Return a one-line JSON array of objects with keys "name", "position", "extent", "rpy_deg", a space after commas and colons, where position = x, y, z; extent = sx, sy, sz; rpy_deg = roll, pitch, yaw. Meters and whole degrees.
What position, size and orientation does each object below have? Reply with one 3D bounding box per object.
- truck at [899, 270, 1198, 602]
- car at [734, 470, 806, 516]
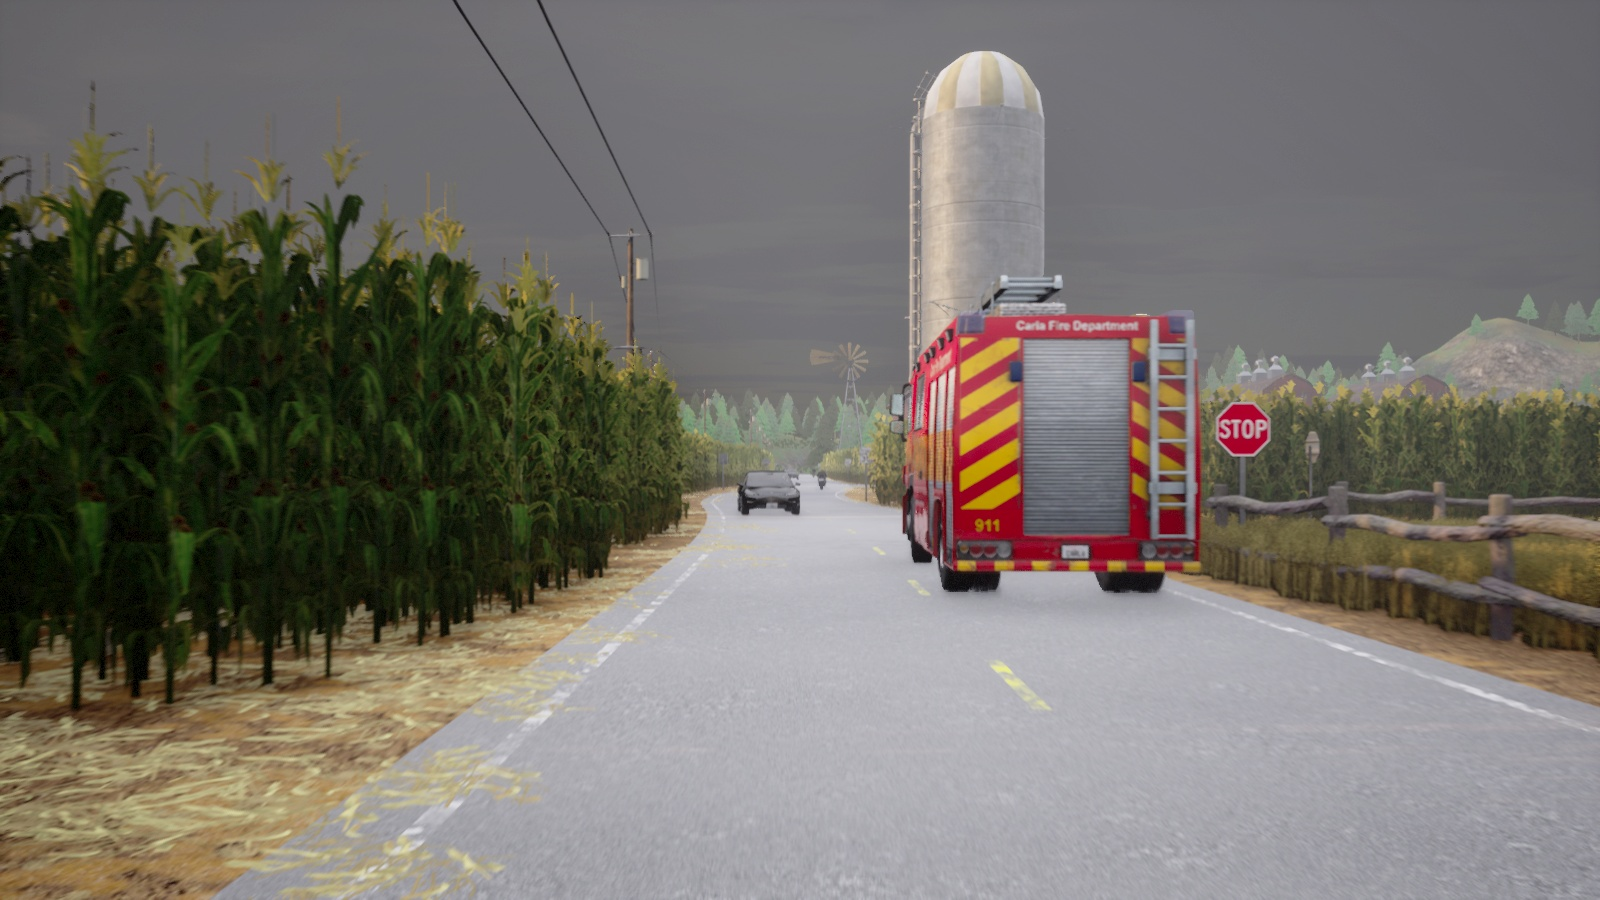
[{"name": "truck", "position": [3.204, -0.102, 18.788], "extent": [2.891, 3.827, 8.468], "rpy_deg": [0, -1, 1]}, {"name": "car", "position": [-1.102, 1.428, 43.390], "extent": [2.163, 1.488, 4.792], "rpy_deg": [0, -1, -5]}]
